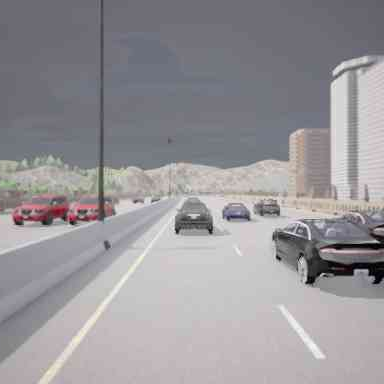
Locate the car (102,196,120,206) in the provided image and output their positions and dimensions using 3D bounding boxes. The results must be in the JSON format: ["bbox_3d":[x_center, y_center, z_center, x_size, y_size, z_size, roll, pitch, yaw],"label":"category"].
[{"bbox_3d":[-14.026,1.576,58.107,1.882,1.535,5.008,0,0,1],"label":"car"}]

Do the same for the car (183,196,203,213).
[{"bbox_3d":[0.105,1.408,37.804,2.097,1.767,4.553,0,0,0],"label":"car"}]

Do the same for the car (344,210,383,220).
[{"bbox_3d":[7.102,1.501,13.733,2.128,1.511,4.902,0,0,0],"label":"car"}]

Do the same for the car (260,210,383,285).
[{"bbox_3d":[3.601,1.497,9.506,2.128,1.511,4.902,0,0,0],"label":"car"}]

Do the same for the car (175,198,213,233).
[{"bbox_3d":[0.102,1.372,19.831,2.097,1.767,4.553,0,0,0],"label":"car"}]

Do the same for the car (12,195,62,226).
[{"bbox_3d":[-10.597,1.248,23.935,2.150,2.045,5.566,0,0,0],"label":"car"}]

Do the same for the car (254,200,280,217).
[{"bbox_3d":[7.104,1.535,31.984,2.128,1.511,4.902,0,0,0],"label":"car"}]

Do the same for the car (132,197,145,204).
[{"bbox_3d":[-10.494,1.712,65.296,1.895,1.301,4.718,0,0,0],"label":"car"}]

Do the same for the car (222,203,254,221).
[{"bbox_3d":[3.603,1.598,27.742,1.994,1.385,4.181,0,0,0],"label":"car"}]

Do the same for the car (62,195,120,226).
[{"bbox_3d":[-7.095,1.249,24.167,2.150,2.045,5.566,0,0,0],"label":"car"}]

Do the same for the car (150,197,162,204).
[{"bbox_3d":[-6.994,1.659,65.332,2.033,1.411,5.357,0,0,0],"label":"car"}]
